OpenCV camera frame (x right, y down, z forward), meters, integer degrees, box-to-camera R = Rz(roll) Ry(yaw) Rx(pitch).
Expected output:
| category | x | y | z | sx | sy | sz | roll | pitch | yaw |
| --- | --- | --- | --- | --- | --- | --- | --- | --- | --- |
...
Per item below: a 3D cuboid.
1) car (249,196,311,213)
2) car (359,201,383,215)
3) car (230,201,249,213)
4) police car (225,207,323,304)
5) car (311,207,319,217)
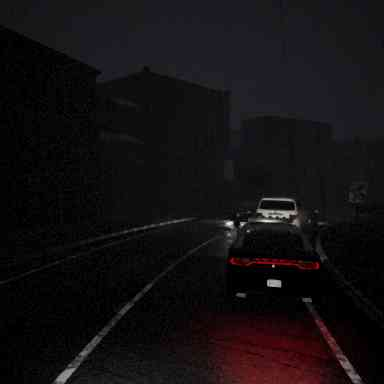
| category | x | y | z | sx | sy | sz | roll | pitch | yaw |
| --- | --- | --- | --- | --- | --- | --- | --- | --- | --- |
| car | 4.774 | 1.253 | 17.406 | 2.150 | 2.045 | 5.566 | 2 | 0 | 23 |
| car | 21.288 | 1.840 | 39.009 | 5.008 | 1.535 | 1.882 | 2 | 3 | -33 |
| car | 4.612 | 1.440 | 26.121 | 1.812 | 1.442 | 4.674 | 3 | 1 | 32 |
| police car | 1.981 | 1.426 | 8.455 | 1.930 | 1.638 | 5.238 | 1 | 0 | 11 |
| car | 7.270 | 1.576 | 22.485 | 1.837 | 1.490 | 4.892 | 3 | 1 | 30 |
